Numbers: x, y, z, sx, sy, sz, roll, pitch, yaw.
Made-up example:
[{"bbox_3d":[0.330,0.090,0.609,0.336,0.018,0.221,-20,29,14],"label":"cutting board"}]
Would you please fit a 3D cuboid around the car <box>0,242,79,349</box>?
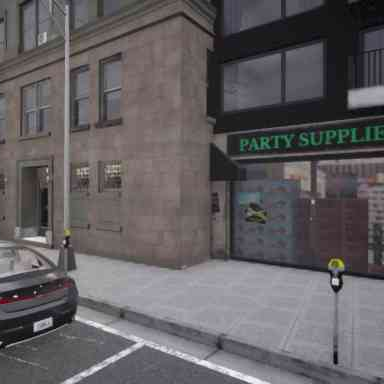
[{"bbox_3d":[-3.788,1.550,5.746,4.403,1.369,2.008,0,0,35],"label":"car"}]
